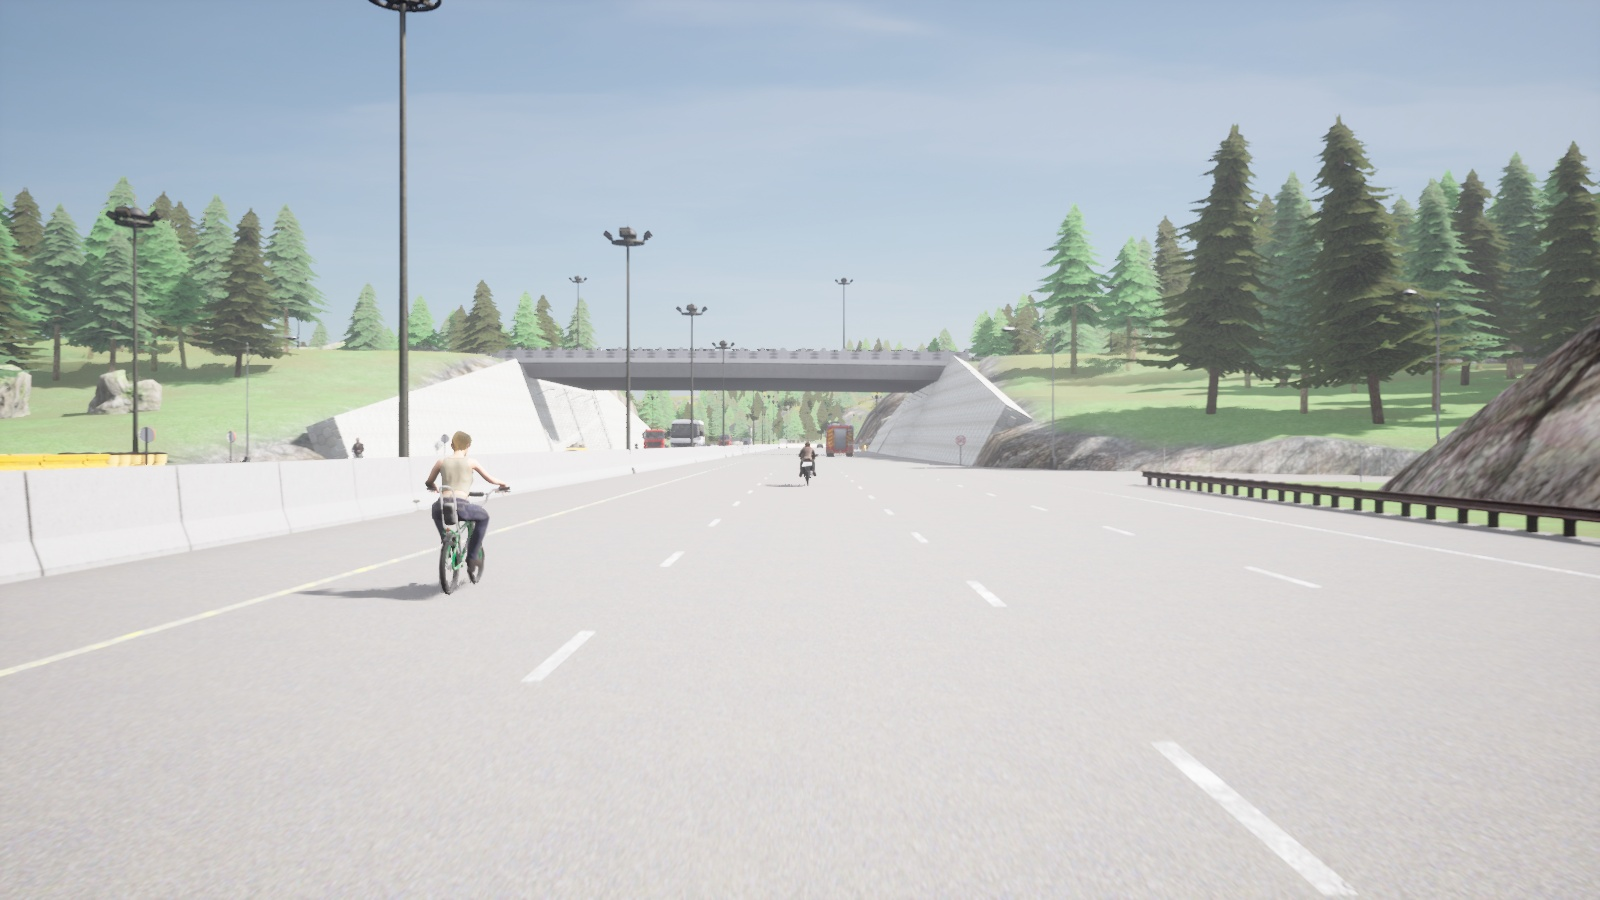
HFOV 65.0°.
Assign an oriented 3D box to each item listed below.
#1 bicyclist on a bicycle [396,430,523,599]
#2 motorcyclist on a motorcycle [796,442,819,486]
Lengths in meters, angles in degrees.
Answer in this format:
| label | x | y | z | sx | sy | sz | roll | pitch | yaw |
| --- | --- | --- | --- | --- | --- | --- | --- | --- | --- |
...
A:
| label | x | y | z | sx | sy | sz | roll | pitch | yaw |
| --- | --- | --- | --- | --- | --- | --- | --- | --- | --- |
| bicyclist on a bicycle | -3.418 | 0.608 | 12.732 | 0.866 | 1.612 | 1.509 | 0 | 0 | 1 |
| motorcyclist on a motorcycle | 0.265 | 0.481 | 43.984 | 0.797 | 1.523 | 2.044 | 0 | 0 | 0 |
